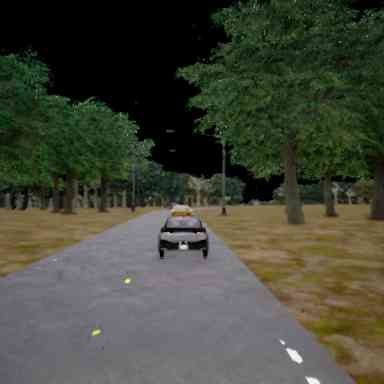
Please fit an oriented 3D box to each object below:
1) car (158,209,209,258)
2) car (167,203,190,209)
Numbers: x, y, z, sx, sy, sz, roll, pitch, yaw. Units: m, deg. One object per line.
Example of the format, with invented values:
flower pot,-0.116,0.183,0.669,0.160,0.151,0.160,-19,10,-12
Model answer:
car,-0.350,1.674,13.635,2.128,1.511,4.902,0,-1,-2
car,-0.910,1.938,29.400,1.882,1.535,5.008,0,-1,-2
